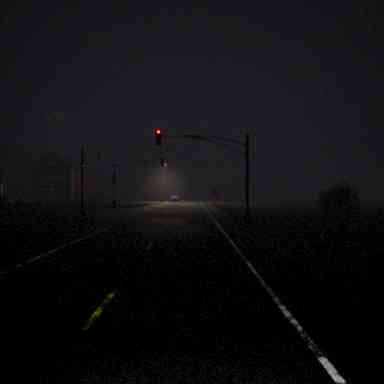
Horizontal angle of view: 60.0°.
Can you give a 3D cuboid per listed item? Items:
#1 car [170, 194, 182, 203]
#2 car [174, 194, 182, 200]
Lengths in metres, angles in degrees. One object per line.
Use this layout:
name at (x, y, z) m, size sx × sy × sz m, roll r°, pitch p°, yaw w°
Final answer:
car at (-3.486, 1.318, 67.565) m, size 1.882 × 1.535 × 5.008 m, roll 0°, pitch 0°, yaw 0°
car at (-3.479, 1.297, 83.877) m, size 1.812 × 1.442 × 4.674 m, roll 0°, pitch 0°, yaw 0°
